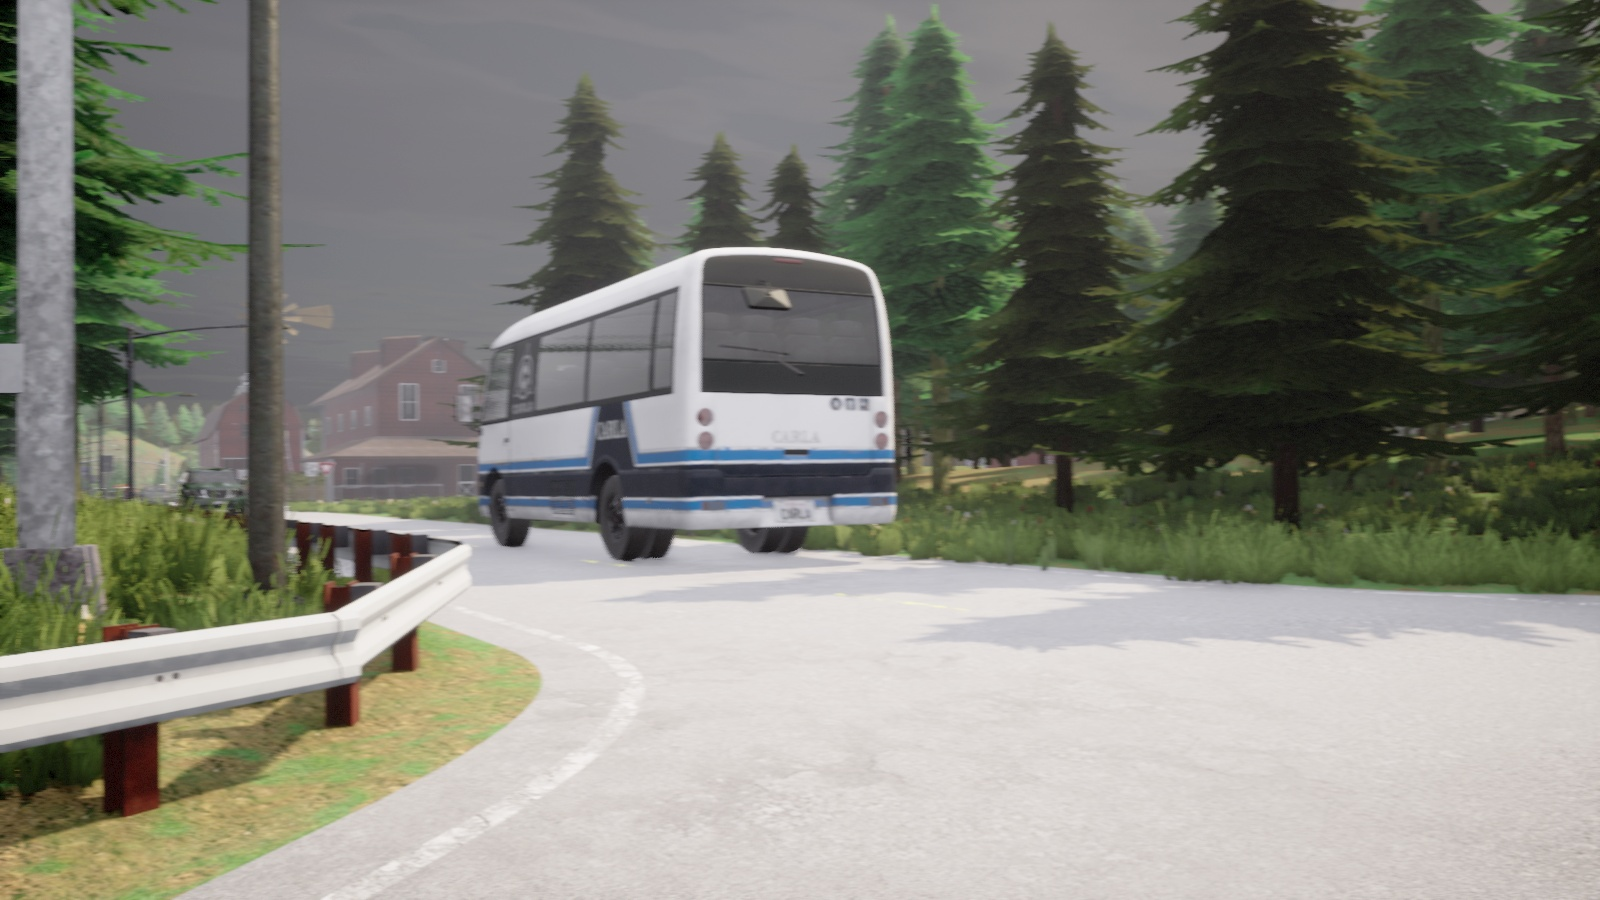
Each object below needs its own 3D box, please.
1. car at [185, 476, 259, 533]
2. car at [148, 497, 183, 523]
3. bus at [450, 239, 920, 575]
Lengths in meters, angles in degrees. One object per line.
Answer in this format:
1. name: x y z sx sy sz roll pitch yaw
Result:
1. car: -22.905 2.155 49.641 2.150 2.045 5.566 -1 -2 -30
2. car: -41.134 3.870 81.348 1.789 1.549 3.705 -1 -2 -30
3. bus: -2.617 -0.388 21.335 3.944 4.253 10.273 -1 -2 -29
